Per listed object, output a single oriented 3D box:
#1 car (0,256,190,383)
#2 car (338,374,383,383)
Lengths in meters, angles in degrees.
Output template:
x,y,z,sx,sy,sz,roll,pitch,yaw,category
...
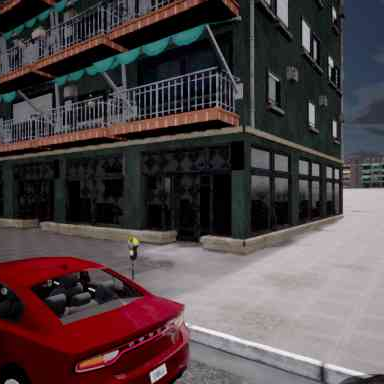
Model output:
x,y,z,sx,sy,sz,roll,pitch,yaw,category
-2.128,1.545,4.383,4.507,1.381,1.887,0,0,35,car
2.469,1.566,1.122,4.313,1.339,1.947,0,0,35,car
